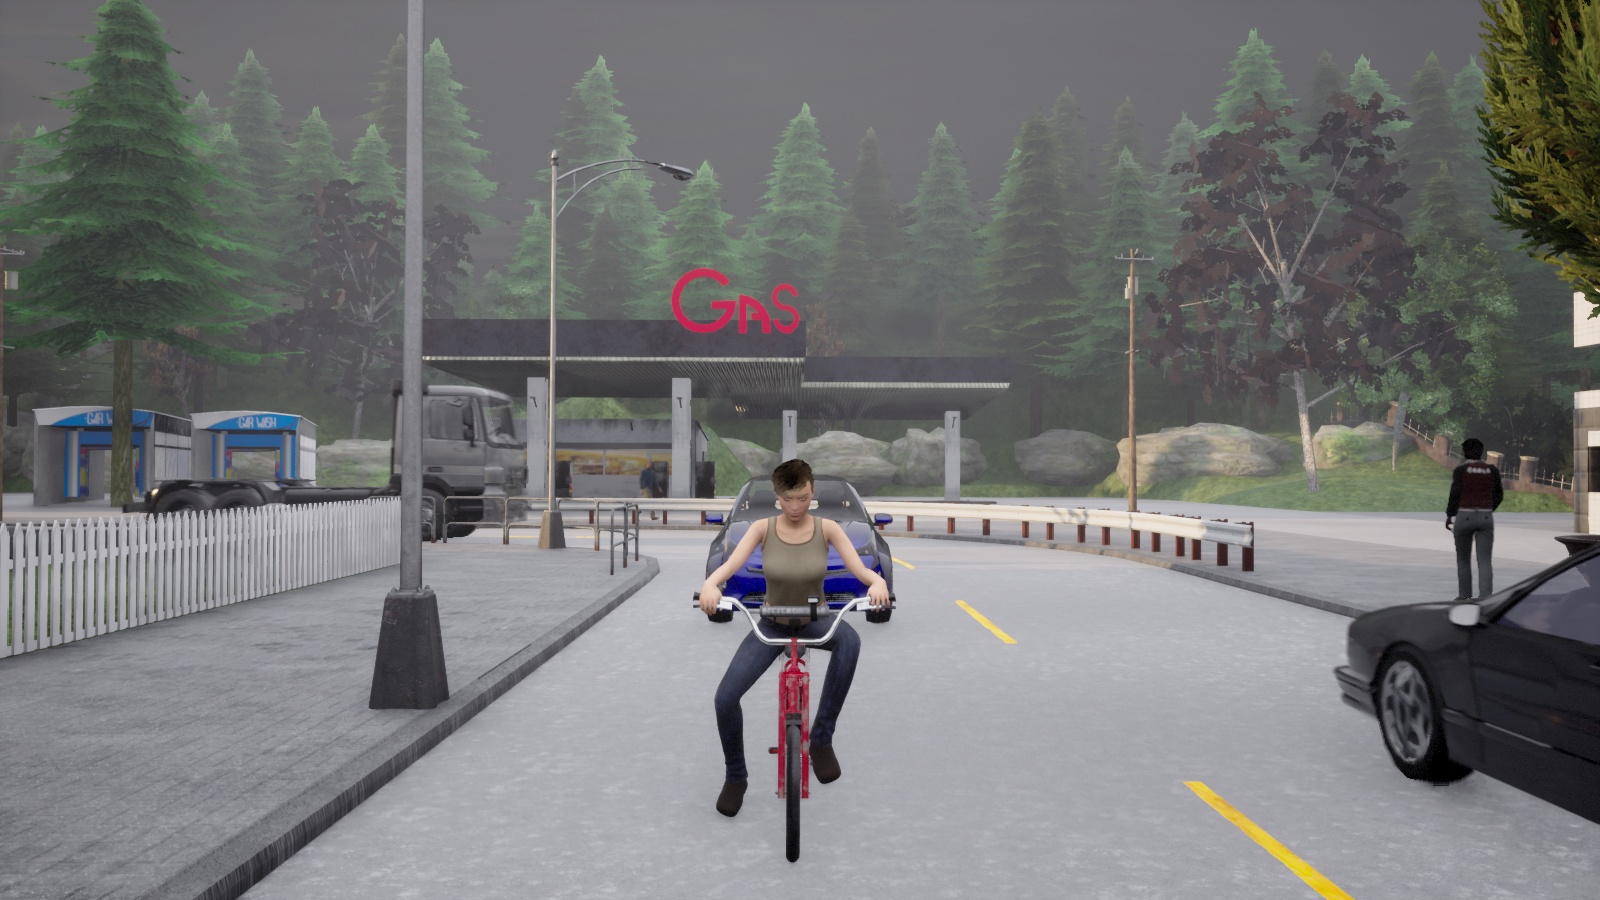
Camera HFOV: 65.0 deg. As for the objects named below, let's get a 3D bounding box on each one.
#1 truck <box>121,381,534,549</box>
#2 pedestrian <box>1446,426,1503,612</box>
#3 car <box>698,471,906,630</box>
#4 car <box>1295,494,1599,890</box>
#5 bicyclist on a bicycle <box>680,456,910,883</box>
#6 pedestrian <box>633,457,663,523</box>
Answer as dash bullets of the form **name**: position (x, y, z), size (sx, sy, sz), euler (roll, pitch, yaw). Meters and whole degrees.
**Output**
- **truck**: position (-10.083, 0.333, 27.446), size (7.936, 3.462, 2.891), euler (0, -1, 0)
- **pedestrian**: position (7.210, 0.720, 13.435), size (0.402, 1.930, 0.666), euler (-1, -1, 18)
- **car**: position (-0.022, 1.002, 14.357), size (2.007, 1.525, 4.514), euler (0, -1, -1)
- **car**: position (3.986, 0.927, 4.822), size (2.033, 1.411, 5.357), euler (0, -1, 0)
- **bicyclist on a bicycle**: position (-0.018, 0.844, 5.523), size (0.866, 1.612, 1.509), euler (0, -1, 0)
- **pedestrian**: position (-4.309, 1.138, 35.598), size (0.726, 1.842, 0.402), euler (-1, -1, 31)
